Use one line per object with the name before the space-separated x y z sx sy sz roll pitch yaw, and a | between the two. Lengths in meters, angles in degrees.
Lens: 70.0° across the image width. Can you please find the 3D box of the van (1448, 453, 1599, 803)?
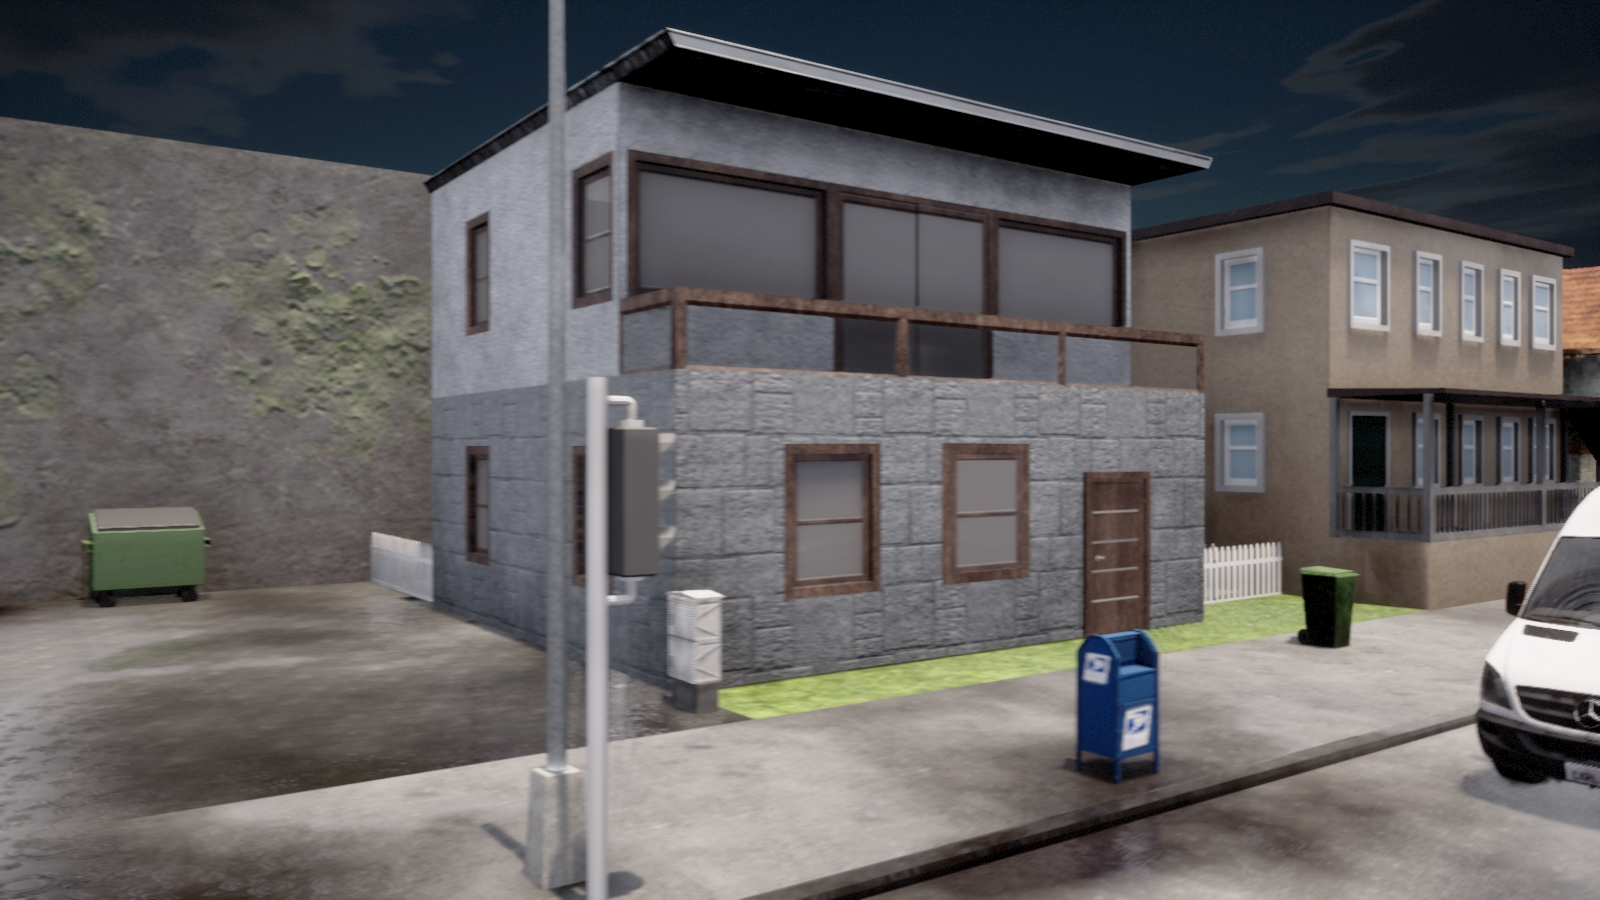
van | 8.243 1.312 10.156 5.915 2.561 1.988 0 0 -35
